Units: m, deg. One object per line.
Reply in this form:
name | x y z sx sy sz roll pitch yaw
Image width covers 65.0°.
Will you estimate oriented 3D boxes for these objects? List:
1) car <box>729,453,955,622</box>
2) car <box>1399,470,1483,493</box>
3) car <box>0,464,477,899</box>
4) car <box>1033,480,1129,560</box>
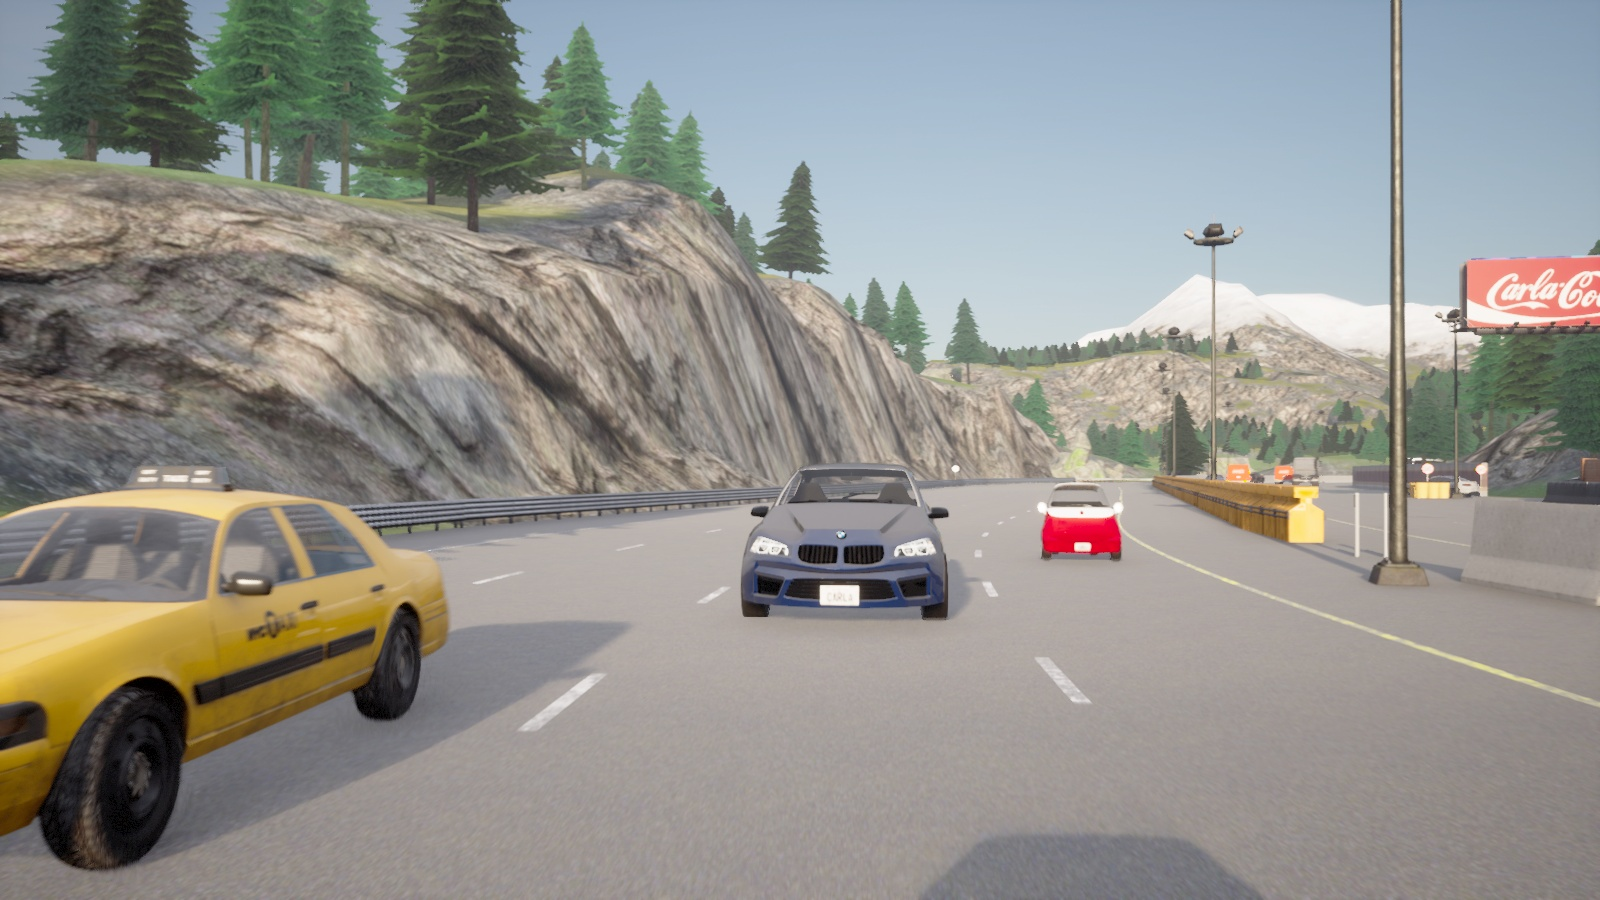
car | 0.621 0.904 14.778 2.242 1.667 4.611 0 -1 5
car | 42.346 2.075 83.050 1.812 1.442 4.674 0 -1 -35
car | -3.402 0.878 6.668 1.801 1.575 5.366 0 -1 2
car | 5.027 1.230 22.678 1.481 1.376 2.207 -1 -1 8
